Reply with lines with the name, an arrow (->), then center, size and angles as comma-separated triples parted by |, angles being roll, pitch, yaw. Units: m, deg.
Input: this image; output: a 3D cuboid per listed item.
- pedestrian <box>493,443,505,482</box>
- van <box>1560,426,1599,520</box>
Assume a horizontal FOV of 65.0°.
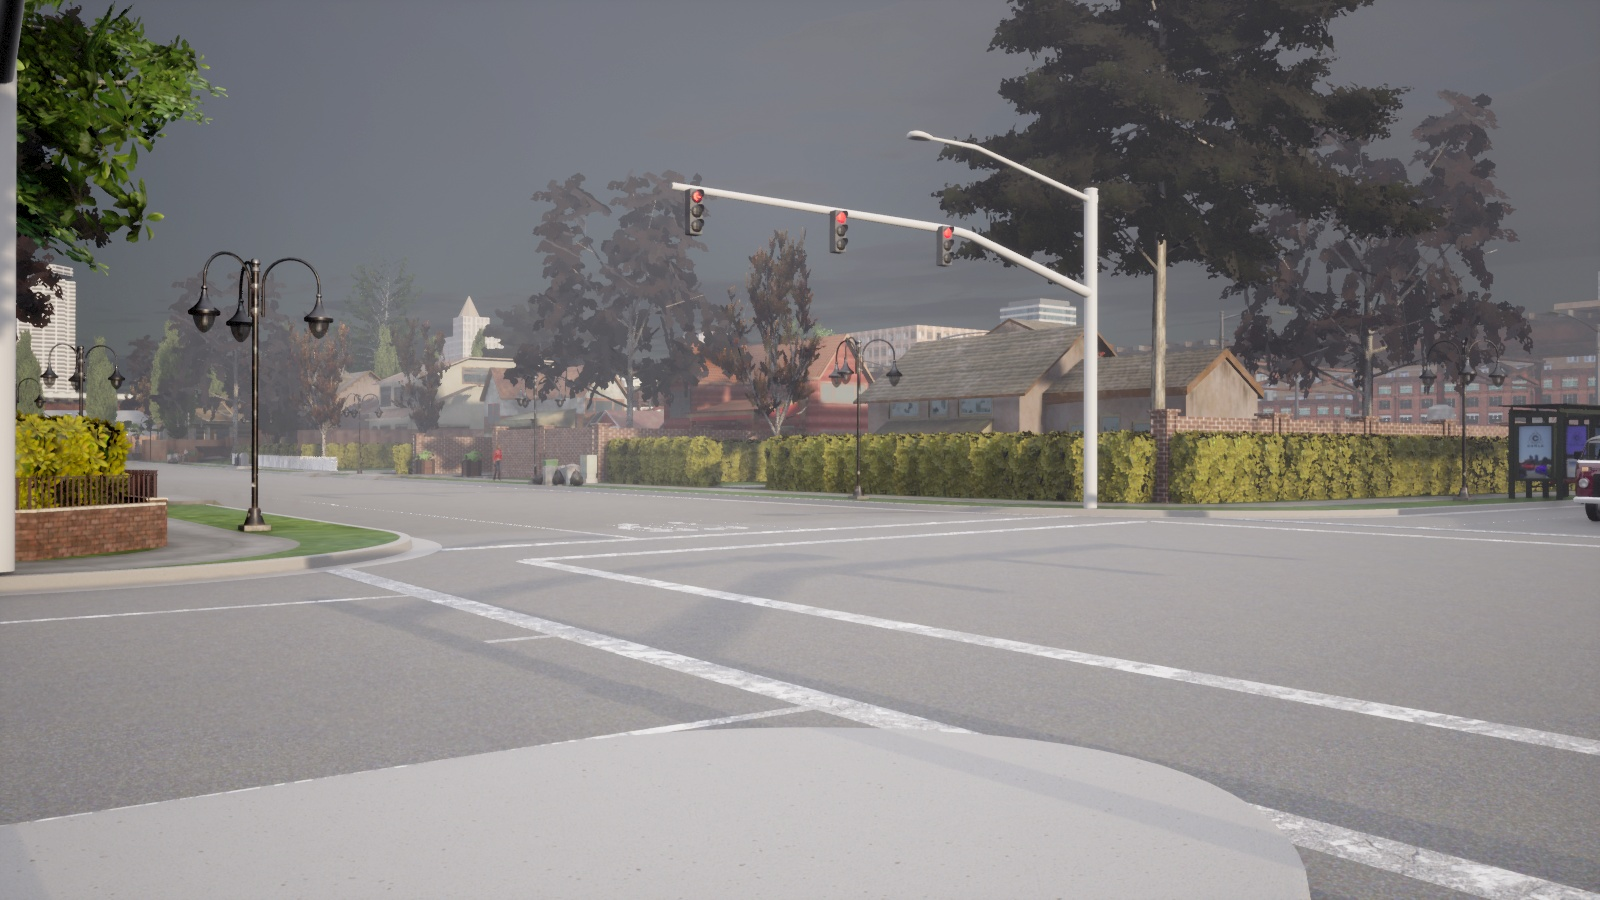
pedestrian -> -14.489, 0.587, 60.395 | 0.331, 1.846, 0.636 | 0, 0, -36
van -> 19.198, 0.497, 28.227 | 4.480, 2.038, 2.069 | 0, 0, -37
